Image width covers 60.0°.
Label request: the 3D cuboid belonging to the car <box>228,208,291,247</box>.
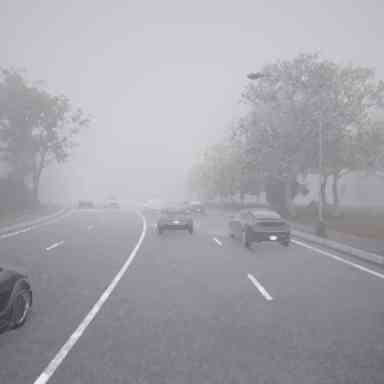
[{"bbox_3d":[2.914,1.506,15.125,1.837,1.490,4.892,0,0,-5],"label":"car"}]

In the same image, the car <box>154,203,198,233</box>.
[{"bbox_3d":[-1.069,1.569,19.694,1.994,1.385,4.181,0,0,-7],"label":"car"}]

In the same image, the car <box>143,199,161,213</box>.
[{"bbox_3d":[-4.314,1.538,36.985,1.812,1.442,4.674,0,0,-14],"label":"car"}]

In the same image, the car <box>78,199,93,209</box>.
[{"bbox_3d":[-14.784,1.609,46.185,1.895,1.301,4.718,0,0,-21],"label":"car"}]

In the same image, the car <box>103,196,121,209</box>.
[{"bbox_3d":[-11.132,1.364,46.289,2.097,1.767,4.553,0,0,-20],"label":"car"}]

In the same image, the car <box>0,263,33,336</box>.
[{"bbox_3d":[-3.730,1.570,4.111,1.994,1.385,4.181,0,0,-2],"label":"car"}]

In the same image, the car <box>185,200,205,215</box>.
[{"bbox_3d":[0.068,1.537,33.743,1.812,1.442,4.674,0,0,-13],"label":"car"}]
